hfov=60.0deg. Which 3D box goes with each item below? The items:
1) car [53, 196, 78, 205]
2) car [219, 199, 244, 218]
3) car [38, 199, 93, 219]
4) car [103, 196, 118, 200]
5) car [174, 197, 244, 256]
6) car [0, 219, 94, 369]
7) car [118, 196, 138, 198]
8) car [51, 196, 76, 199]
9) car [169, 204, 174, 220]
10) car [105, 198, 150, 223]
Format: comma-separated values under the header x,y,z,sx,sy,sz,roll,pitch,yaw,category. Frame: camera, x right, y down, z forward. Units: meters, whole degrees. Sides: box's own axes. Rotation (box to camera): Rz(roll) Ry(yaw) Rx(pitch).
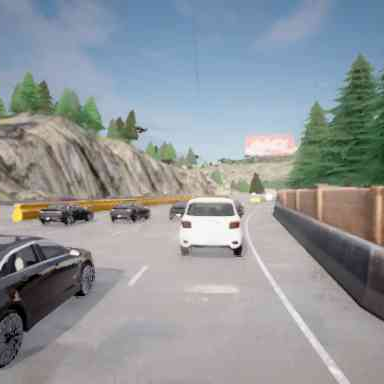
x,y,z,sx,sy,sz,roll,pitch,yaw,category
-22.174,1.436,58.511,1.812,1.442,4.674,0,0,14,car
3.841,1.496,31.513,1.882,1.535,5.008,0,0,13,car
-8.503,1.453,22.856,2.128,1.511,4.902,0,0,9,car
-14.471,1.430,60.427,2.128,1.511,4.902,0,0,14,car
0.831,1.225,13.304,2.150,2.045,5.566,0,0,5,car
-3.192,1.477,5.693,2.128,1.511,4.902,0,0,2,car
-10.969,1.493,60.009,1.837,1.490,4.892,0,0,14,car
-20.398,1.385,51.260,1.882,1.535,5.008,0,0,14,car
-0.575,1.503,27.576,1.837,1.490,4.892,0,0,11,car
-4.575,1.471,25.190,2.128,1.511,4.902,0,0,10,car
